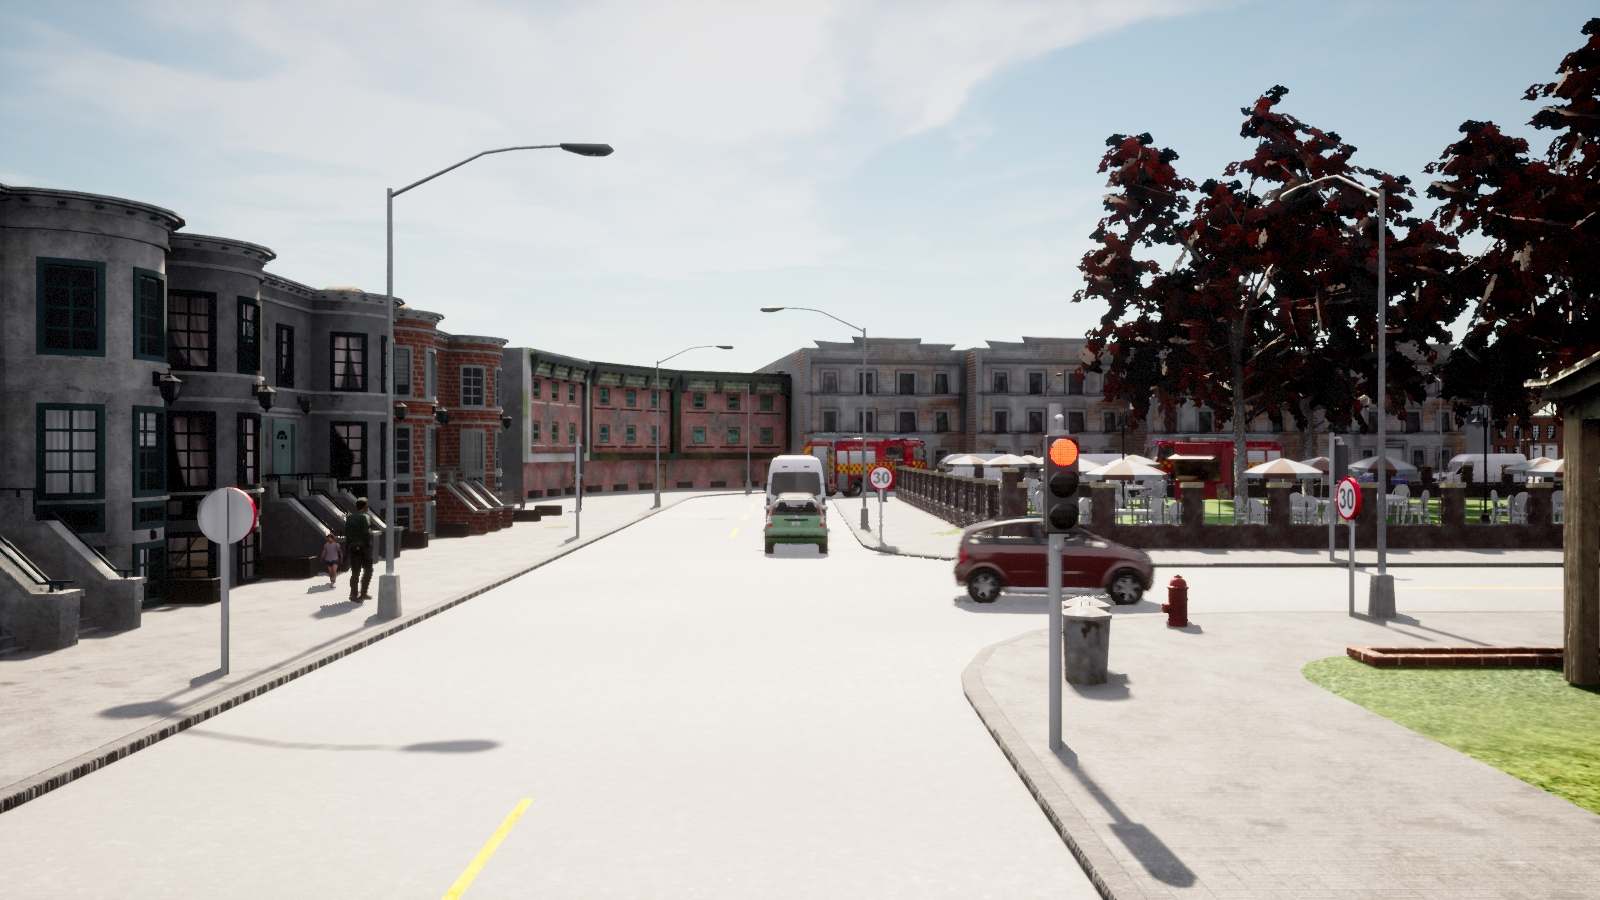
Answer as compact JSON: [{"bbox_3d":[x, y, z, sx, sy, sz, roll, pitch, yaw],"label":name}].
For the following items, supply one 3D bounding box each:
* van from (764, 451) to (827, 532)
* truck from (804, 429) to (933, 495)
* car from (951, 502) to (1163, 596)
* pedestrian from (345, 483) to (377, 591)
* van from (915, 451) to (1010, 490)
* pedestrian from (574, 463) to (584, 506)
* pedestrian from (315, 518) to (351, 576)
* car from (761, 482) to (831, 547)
[{"bbox_3d":[-0.147,1.315,39.074,1.988,2.561,5.915,0,0,0],"label":"van"},{"bbox_3d":[4.295,0.672,70.228,8.468,3.827,2.891,0,0,-43],"label":"truck"},{"bbox_3d":[4.711,1.806,21.370,3.705,1.549,1.789,0,0,8],"label":"car"},{"bbox_3d":[-7.718,1.524,20.078,0.375,1.860,0.375,0,0,24],"label":"pedestrian"},{"bbox_3d":[10.550,1.314,74.428,5.915,2.561,1.988,0,0,0],"label":"van"},{"bbox_3d":[-9.763,1.525,50.414,0.375,1.860,0.375,0,0,-4],"label":"pedestrian"},{"bbox_3d":[-9.159,1.904,22.427,0.500,1.100,0.500,0,0,-1],"label":"pedestrian"},{"bbox_3d":[-0.119,1.779,32.373,1.851,1.617,3.988,0,0,0],"label":"car"}]
